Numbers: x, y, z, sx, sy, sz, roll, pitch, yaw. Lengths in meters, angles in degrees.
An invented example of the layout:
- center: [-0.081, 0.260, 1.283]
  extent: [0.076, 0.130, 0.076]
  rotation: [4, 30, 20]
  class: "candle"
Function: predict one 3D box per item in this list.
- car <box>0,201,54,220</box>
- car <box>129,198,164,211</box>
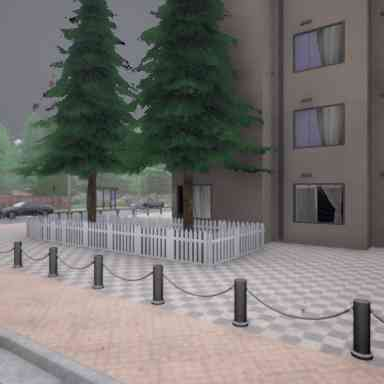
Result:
- center: [-14.321, 1.510, 28.705]
  extent: [1.812, 1.442, 4.674]
  rotation: [0, 0, 37]
  class: "car"
- center: [-5.479, 1.475, 40.487]
  extent: [2.128, 1.511, 4.902]
  rotation: [0, 0, 37]
  class: "car"
